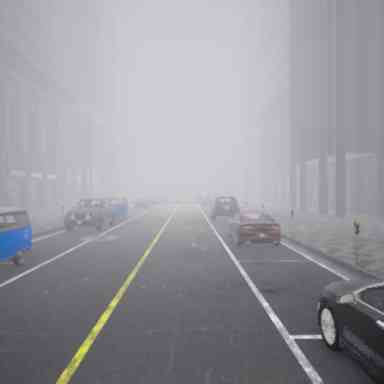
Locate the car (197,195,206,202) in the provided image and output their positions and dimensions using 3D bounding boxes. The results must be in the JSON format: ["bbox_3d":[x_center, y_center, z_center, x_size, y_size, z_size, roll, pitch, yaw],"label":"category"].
[{"bbox_3d":[1.909,1.300,71.172,1.752,1.417,4.829,0,0,-1],"label":"car"}]

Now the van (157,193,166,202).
[{"bbox_3d":[-6.546,1.173,65.250,1.690,1.788,3.998,0,0,-1],"label":"van"}]

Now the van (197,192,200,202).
[{"bbox_3d":[2.116,1.160,54.094,1.690,1.788,3.998,0,0,-1],"label":"van"}]

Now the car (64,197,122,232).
[{"bbox_3d":[-5.996,1.273,20.160,2.192,1.841,5.009,0,0,-1],"label":"car"}]

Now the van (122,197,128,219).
[{"bbox_3d":[-6.065,1.282,25.796,1.690,1.788,3.998,0,0,-1],"label":"van"}]

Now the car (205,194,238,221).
[{"bbox_3d":[2.459,1.214,25.914,2.192,1.841,5.009,0,0,-1],"label":"car"}]

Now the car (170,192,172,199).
[{"bbox_3d":[-6.752,1.104,82.159,2.192,1.841,5.009,0,0,-1],"label":"car"}]

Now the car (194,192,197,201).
[{"bbox_3d":[1.979,1.230,65.366,1.967,1.590,4.097,0,0,-1],"label":"car"}]

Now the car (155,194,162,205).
[{"bbox_3d":[-6.407,1.427,53.978,1.947,1.339,4.313,0,0,-1],"label":"car"}]

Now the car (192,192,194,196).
[{"bbox_3d":[1.705,1.173,87.909,1.967,1.590,4.097,0,0,-1],"label":"car"}]

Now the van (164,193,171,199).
[{"bbox_3d":[-6.889,1.101,93.432,1.690,1.788,3.998,0,0,-1],"label":"van"}]

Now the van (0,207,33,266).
[{"bbox_3d":[-5.858,1.338,8.888,1.690,1.788,3.998,0,0,-1],"label":"van"}]

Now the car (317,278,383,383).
[{"bbox_3d":[2.736,1.525,3.373,2.008,1.369,4.403,0,0,-1],"label":"car"}]

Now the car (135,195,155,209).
[{"bbox_3d":[-6.269,1.436,42.706,1.887,1.381,4.507,0,0,-1],"label":"car"}]

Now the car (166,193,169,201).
[{"bbox_3d":[-6.613,1.383,70.887,1.947,1.339,4.313,0,0,-1],"label":"car"}]

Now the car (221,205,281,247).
[{"bbox_3d":[2.598,1.480,14.644,1.887,1.381,4.507,0,0,-1],"label":"car"}]

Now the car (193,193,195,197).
[{"bbox_3d":[1.843,1.312,76.638,2.008,1.369,4.403,0,0,-1],"label":"car"}]

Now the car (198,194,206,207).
[{"bbox_3d":[2.184,1.359,48.629,1.752,1.417,4.829,0,0,-1],"label":"car"}]
